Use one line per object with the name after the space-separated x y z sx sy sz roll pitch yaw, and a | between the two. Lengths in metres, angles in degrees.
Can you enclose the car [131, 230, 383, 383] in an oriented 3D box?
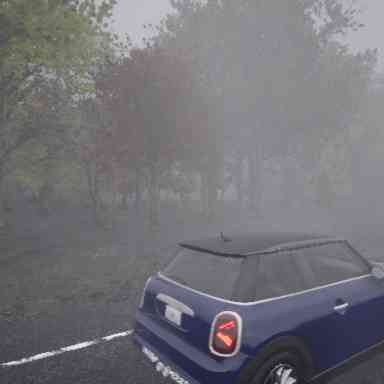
1.523 1.344 4.837 4.553 1.767 2.097 0 0 -36 | car
